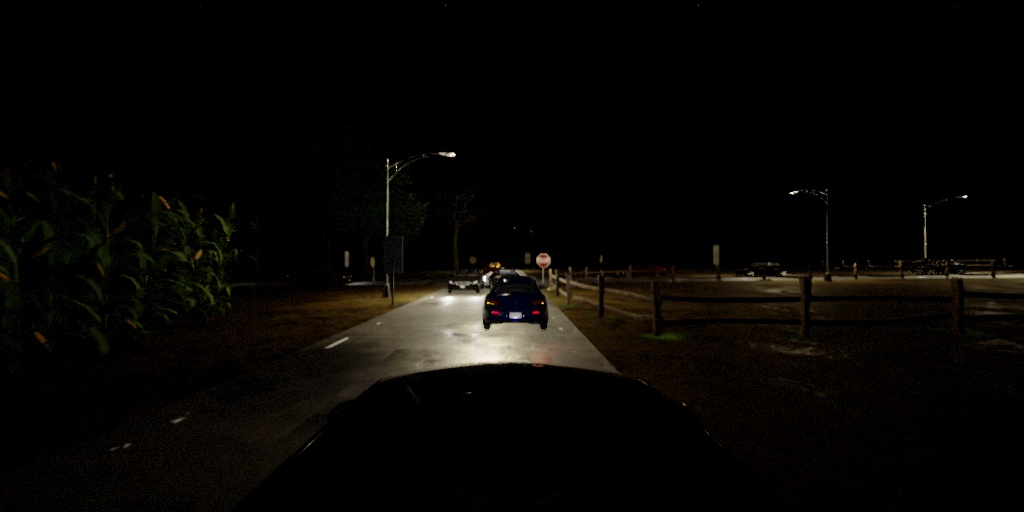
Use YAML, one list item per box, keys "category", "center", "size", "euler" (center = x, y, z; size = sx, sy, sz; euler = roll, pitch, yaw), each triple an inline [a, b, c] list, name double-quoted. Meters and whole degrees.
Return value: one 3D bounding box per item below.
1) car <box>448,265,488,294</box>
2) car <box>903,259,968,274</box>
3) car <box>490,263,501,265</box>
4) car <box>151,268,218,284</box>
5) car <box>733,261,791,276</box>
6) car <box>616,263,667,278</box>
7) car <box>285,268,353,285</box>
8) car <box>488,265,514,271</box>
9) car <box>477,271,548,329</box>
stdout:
- category: "car"
  center: [-2.760, 1.480, 22.293]
  size: [1.812, 1.442, 4.674]
  euler: [0, -1, 0]
- category: "car"
  center: [41.020, 1.063, 34.770]
  size: [4.892, 1.490, 1.837]
  euler: [0, 0, 1]
- category: "car"
  center: [-2.823, 1.814, 47.707]
  size: [1.895, 1.301, 4.718]
  euler: [0, -1, -1]
- category: "car"
  center: [-29.344, 1.859, 32.219]
  size: [5.008, 1.535, 1.882]
  euler: [-1, 0, 0]
- category: "car"
  center: [24.216, 1.236, 34.889]
  size: [5.008, 1.535, 1.882]
  euler: [0, 0, 0]
- category: "car"
  center: [12.601, 1.421, 34.987]
  size: [4.674, 1.442, 1.812]
  euler: [-1, 0, 2]
- category: "car"
  center: [-17.241, 1.792, 32.182]
  size: [5.357, 1.411, 2.033]
  euler: [-1, 0, 0]
- category: "car"
  center: [-0.554, 1.543, 25.494]
  size: [1.994, 1.385, 4.181]
  euler: [0, -1, -9]
- category: "car"
  center: [0.097, 1.364, 11.441]
  size: [1.812, 1.442, 4.674]
  euler: [0, 0, 0]
